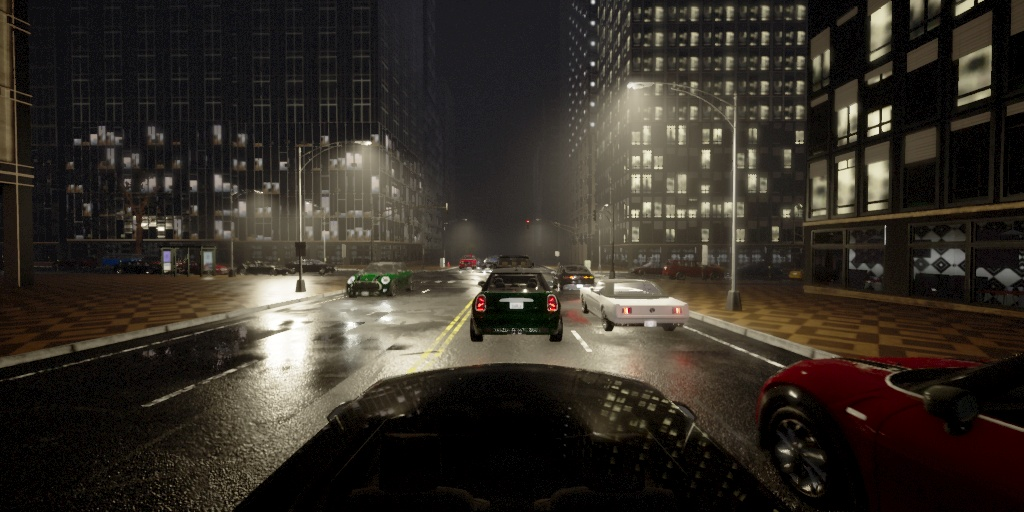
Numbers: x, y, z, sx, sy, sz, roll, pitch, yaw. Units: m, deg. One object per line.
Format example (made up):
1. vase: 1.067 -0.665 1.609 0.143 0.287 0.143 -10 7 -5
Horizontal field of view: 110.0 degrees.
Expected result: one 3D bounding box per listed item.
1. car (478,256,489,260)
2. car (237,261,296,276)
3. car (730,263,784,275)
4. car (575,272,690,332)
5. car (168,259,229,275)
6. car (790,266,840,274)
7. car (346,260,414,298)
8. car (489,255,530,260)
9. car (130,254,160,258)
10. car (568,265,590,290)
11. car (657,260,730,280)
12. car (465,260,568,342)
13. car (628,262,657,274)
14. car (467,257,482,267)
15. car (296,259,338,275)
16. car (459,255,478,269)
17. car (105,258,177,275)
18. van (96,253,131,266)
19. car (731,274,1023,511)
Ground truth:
1. car: -3.342 1.207 52.485 2.128 1.511 4.902 0 0 0
2. car: -22.730 1.173 32.806 4.313 1.339 1.948 0 0 1
3. car: 25.520 1.489 37.898 5.357 1.411 2.033 0 1 1
4. car: 3.351 1.347 10.884 1.895 1.301 4.718 0 0 0
5. car: -28.414 1.137 32.940 4.207 1.307 1.802 0 0 1
6. car: 27.643 1.578 32.079 4.829 1.417 1.751 0 0 1
7. car: -6.591 1.093 18.339 2.097 1.767 4.553 0 0 0
8. car: 0.101 0.963 19.646 2.150 2.045 5.566 0 0 0
9. car: -34.437 0.809 35.752 4.553 1.767 2.097 1 1 1
10. car: 3.351 1.245 20.142 1.837 1.490 4.892 0 0 0
11. car: 16.195 1.268 32.277 5.009 1.841 2.192 0 0 1
12. car: 0.100 1.099 9.934 2.097 1.767 4.553 0 0 0
13. car: 15.229 1.398 38.099 5.357 1.411 2.033 1 1 2
14. car: -6.559 1.054 63.615 2.097 1.767 4.553 0 0 0
15. car: -19.808 1.081 35.454 4.902 1.511 2.128 1 1 1
16. car: -6.595 0.935 54.017 2.150 2.045 5.566 0 0 0
17. car: -34.095 1.069 33.113 4.313 1.339 1.948 0 0 1
18. van: -45.285 0.604 41.774 3.998 1.789 1.690 0 0 1
19. car: 3.350 1.101 1.504 2.097 1.767 4.553 0 0 0
